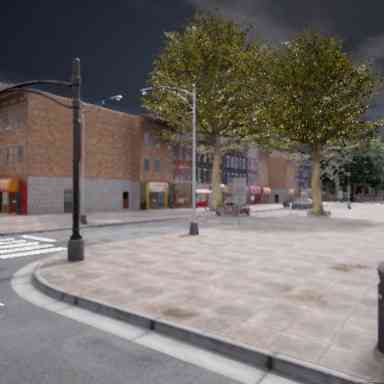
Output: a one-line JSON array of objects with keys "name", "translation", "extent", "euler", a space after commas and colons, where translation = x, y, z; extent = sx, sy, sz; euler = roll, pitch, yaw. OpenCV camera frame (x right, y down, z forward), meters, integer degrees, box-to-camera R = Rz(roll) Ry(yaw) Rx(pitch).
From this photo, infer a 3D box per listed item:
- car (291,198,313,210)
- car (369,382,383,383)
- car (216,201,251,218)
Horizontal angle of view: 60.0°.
[{"name": "car", "translation": [16.143, 1.646, 48.432], "extent": [2.097, 1.767, 4.553], "euler": [0, 0, 36]}, {"name": "car", "translation": [2.551, 1.561, 0.996], "extent": [4.403, 1.369, 2.008], "euler": [0, 0, 35]}, {"name": "car", "translation": [4.062, 1.624, 31.814], "extent": [1.812, 1.442, 4.674], "euler": [0, 0, 36]}]
